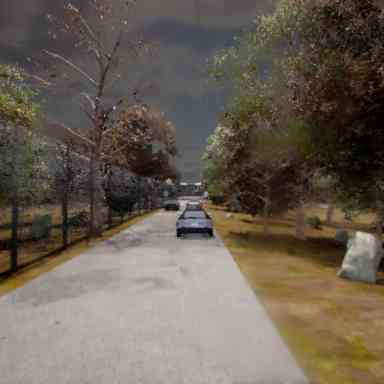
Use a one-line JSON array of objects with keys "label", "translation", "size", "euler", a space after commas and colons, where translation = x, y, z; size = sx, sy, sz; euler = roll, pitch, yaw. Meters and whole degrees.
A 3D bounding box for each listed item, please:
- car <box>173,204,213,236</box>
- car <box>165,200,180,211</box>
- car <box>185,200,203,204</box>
[{"label": "car", "translation": [0.147, 1.624, 18.786], "size": [1.994, 1.385, 4.181], "euler": [0, 0, 0]}, {"label": "car", "translation": [-2.567, 1.764, 44.151], "size": [1.895, 1.301, 4.718], "euler": [0, 0, 0]}, {"label": "car", "translation": [0.233, 1.652, 36.355], "size": [1.812, 1.442, 4.674], "euler": [0, 0, 0]}]
